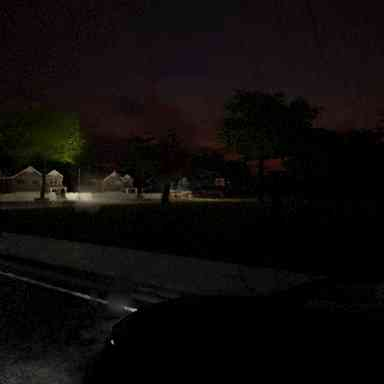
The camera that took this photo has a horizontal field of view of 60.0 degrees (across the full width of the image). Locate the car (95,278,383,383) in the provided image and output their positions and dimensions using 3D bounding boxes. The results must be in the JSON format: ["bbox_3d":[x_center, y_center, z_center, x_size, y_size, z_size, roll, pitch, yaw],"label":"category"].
[{"bbox_3d":[1.196,1.527,2.831,4.674,1.442,1.812,0,0,36],"label":"car"}]
